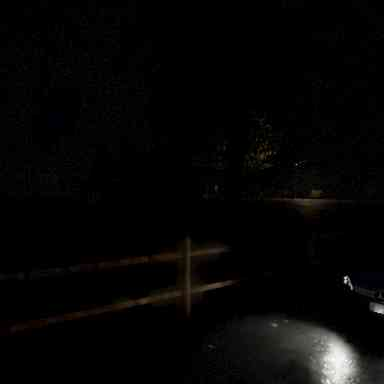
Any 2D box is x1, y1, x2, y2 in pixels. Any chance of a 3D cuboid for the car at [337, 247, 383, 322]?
[{"bbox_3d":[4.762,1.526,6.462,4.674,1.442,1.812,0,0,-36],"label":"car"}]
